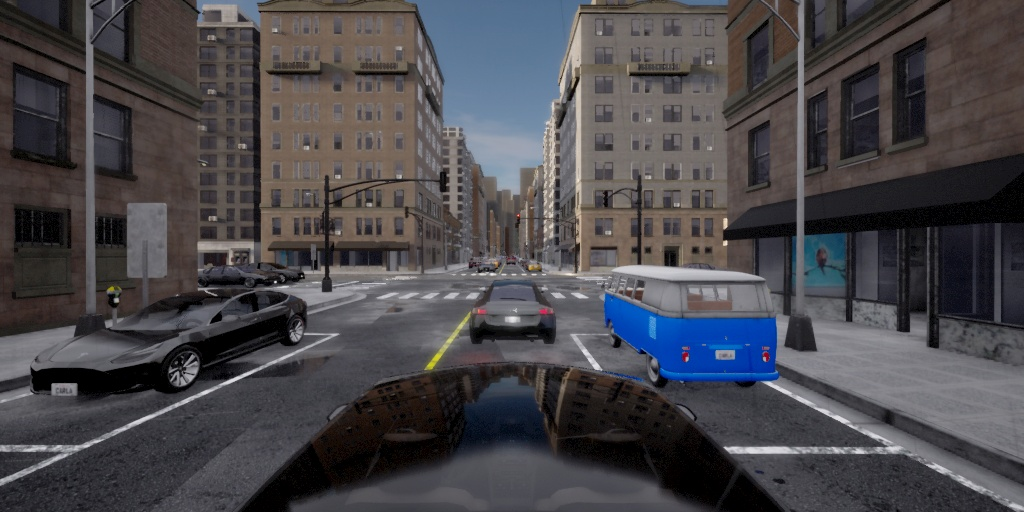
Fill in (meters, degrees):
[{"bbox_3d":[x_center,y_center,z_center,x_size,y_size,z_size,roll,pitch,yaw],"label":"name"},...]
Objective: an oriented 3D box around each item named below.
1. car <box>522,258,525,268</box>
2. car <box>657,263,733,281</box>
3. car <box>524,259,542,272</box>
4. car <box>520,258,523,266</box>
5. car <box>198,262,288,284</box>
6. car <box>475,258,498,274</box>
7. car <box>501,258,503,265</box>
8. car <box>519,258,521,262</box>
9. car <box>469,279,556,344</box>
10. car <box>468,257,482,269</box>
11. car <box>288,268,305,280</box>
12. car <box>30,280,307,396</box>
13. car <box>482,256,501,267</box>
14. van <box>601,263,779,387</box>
[{"bbox_3d":[2.866,1.179,51.385,1.967,1.591,4.097,0,0,0],"label":"car"},{"bbox_3d":[15.220,1.289,29.987,5.357,1.411,2.033,0,0,0],"label":"car"},{"bbox_3d":[2.908,1.267,46.029,1.751,1.417,4.829,0,0,0],"label":"car"},{"bbox_3d":[2.823,1.286,56.911,2.007,1.370,4.403,0,0,0],"label":"car"},{"bbox_3d":[-17.901,1.282,23.095,5.357,1.411,2.033,0,0,0],"label":"car"},{"bbox_3d":[-2.934,1.307,41.783,1.994,1.385,4.181,0,0,-3],"label":"car"},{"bbox_3d":[-3.152,1.331,64.952,1.895,1.301,4.718,0,0,0],"label":"car"},{"bbox_3d":[2.780,1.297,62.437,1.948,1.339,4.313,0,0,0],"label":"car"},{"bbox_3d":[0.042,1.314,9.592,1.994,1.385,4.181,0,0,1],"label":"car"},{"bbox_3d":[-5.702,1.051,56.845,2.192,1.841,5.009,0,0,0],"label":"car"},{"bbox_3d":[-17.871,1.230,26.347,4.892,1.490,1.837,0,0,0],"label":"car"},{"bbox_3d":[-5.643,1.316,6.710,1.948,1.339,4.313,0,0,0],"label":"car"},{"bbox_3d":[-3.109,1.215,54.392,1.882,1.535,5.008,0,0,0],"label":"car"},{"bbox_3d":[2.882,1.090,6.669,1.690,1.789,3.998,0,0,0],"label":"van"}]
